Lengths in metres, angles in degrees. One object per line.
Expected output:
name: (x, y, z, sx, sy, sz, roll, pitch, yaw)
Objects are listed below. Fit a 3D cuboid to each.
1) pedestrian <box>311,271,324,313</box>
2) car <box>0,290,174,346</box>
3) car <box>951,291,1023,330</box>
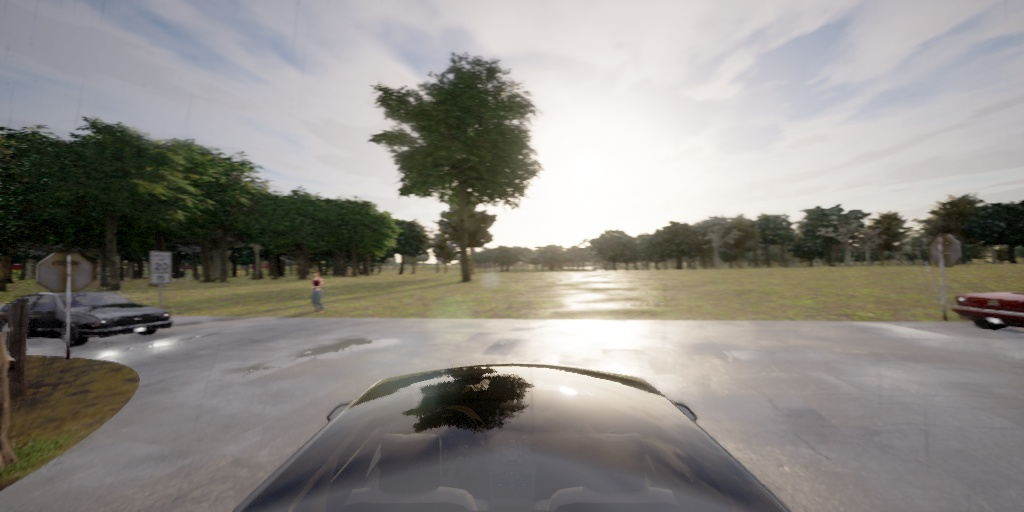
pedestrian: (-8.452, 1.518, 15.550, 0.375, 1.860, 0.375, -2, -2, 13)
car: (-12.943, 1.739, 10.609, 5.357, 1.411, 2.033, -2, -2, 13)
car: (12.633, 1.022, 7.397, 4.718, 1.301, 1.895, -2, -2, 11)
